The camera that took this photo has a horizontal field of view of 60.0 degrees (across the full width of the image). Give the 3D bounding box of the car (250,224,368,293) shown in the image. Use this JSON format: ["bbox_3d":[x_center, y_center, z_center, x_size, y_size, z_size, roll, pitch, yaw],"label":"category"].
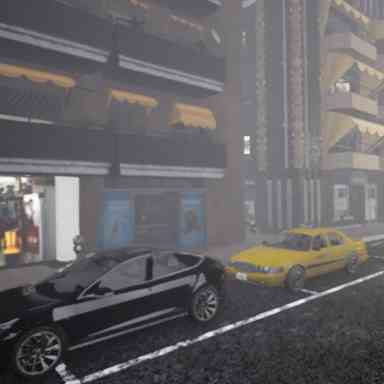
[{"bbox_3d":[3.021,1.587,9.078,4.829,1.417,1.752,0,-1,-38],"label":"car"}]

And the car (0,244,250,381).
[{"bbox_3d":[-1.271,1.649,5.672,4.313,1.339,1.947,0,-1,-38],"label":"car"}]
